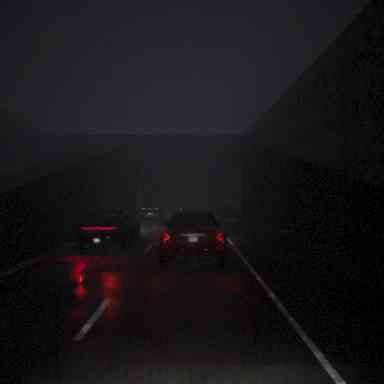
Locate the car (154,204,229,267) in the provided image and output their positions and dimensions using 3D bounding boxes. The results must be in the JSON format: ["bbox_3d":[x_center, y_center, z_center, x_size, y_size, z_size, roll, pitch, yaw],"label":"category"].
[{"bbox_3d":[0.055,1.386,11.730,2.097,1.767,4.553,0,0,0],"label":"car"}]

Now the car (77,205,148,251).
[{"bbox_3d":[-3.426,1.532,14.428,2.128,1.511,4.902,0,0,0],"label":"car"}]

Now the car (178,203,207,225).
[{"bbox_3d":[0.049,1.618,25.743,2.033,1.411,5.357,0,0,0],"label":"car"}]

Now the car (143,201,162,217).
[{"bbox_3d":[-3.423,1.573,29.486,2.128,1.511,4.902,0,0,0],"label":"car"}]
